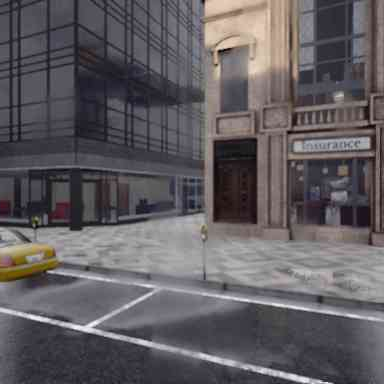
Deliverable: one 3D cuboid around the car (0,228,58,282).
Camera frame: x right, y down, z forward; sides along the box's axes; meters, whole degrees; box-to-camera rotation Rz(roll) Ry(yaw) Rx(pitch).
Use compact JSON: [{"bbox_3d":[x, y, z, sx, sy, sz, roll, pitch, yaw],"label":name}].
[{"bbox_3d":[-5.697,1.464,8.604,4.829,1.417,1.752,0,0,25],"label":"car"}]
